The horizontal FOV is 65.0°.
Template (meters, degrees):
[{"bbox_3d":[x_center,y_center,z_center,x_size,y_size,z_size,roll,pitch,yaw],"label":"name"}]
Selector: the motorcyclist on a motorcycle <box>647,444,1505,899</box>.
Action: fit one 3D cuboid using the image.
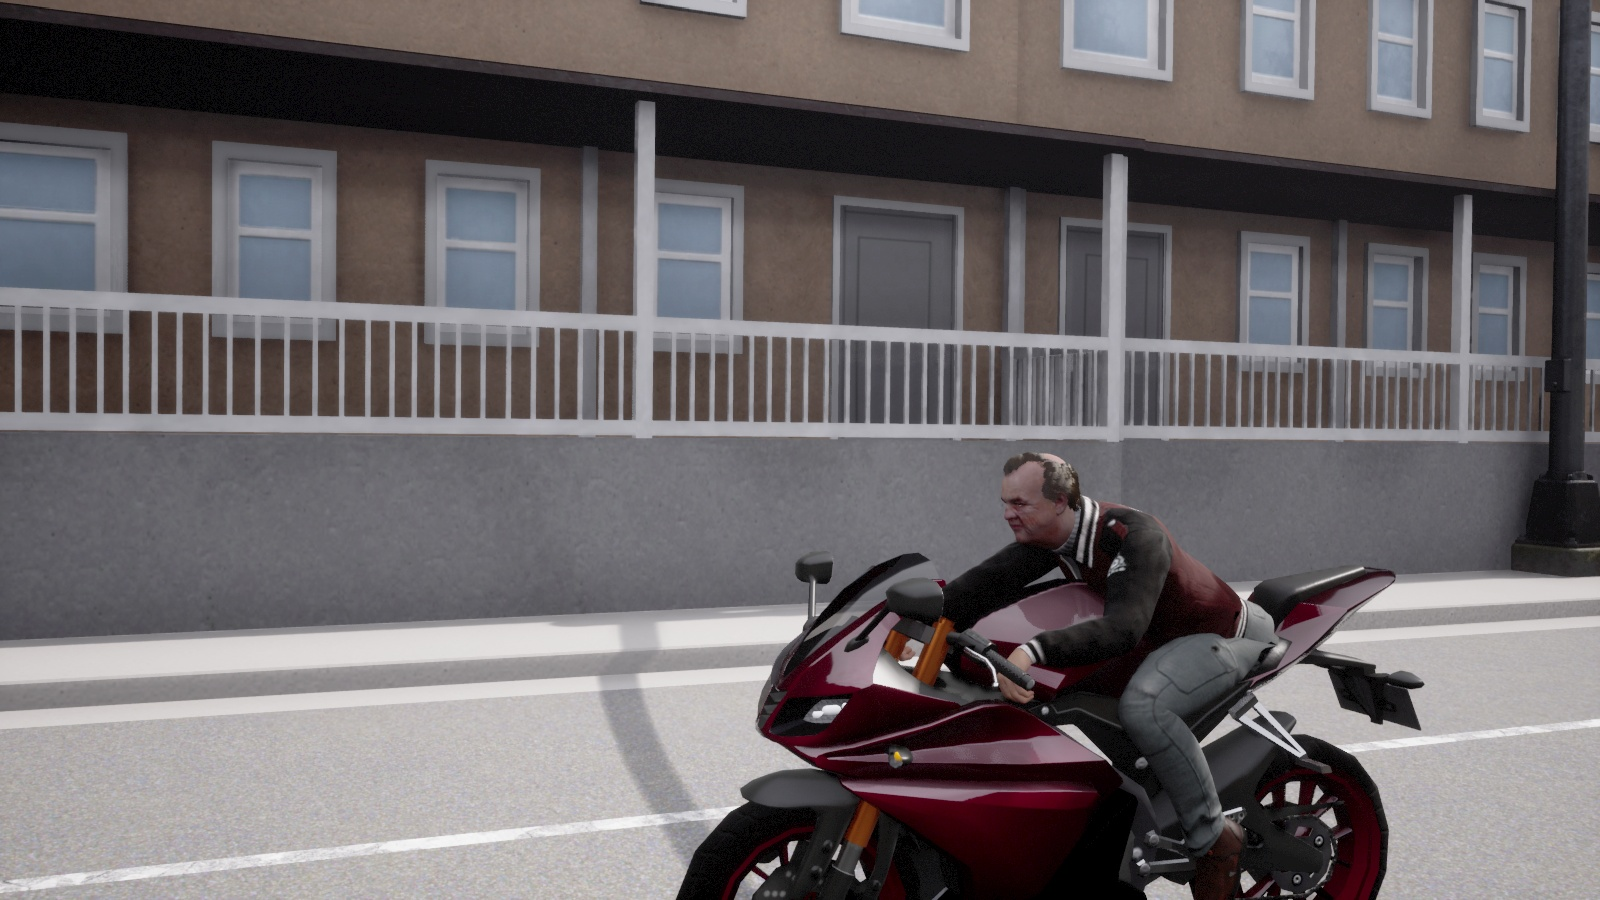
[{"bbox_3d":[0.755,0.768,3.489,2.191,1.530,0.866,-1,1,-19],"label":"motorcyclist on a motorcycle"}]
